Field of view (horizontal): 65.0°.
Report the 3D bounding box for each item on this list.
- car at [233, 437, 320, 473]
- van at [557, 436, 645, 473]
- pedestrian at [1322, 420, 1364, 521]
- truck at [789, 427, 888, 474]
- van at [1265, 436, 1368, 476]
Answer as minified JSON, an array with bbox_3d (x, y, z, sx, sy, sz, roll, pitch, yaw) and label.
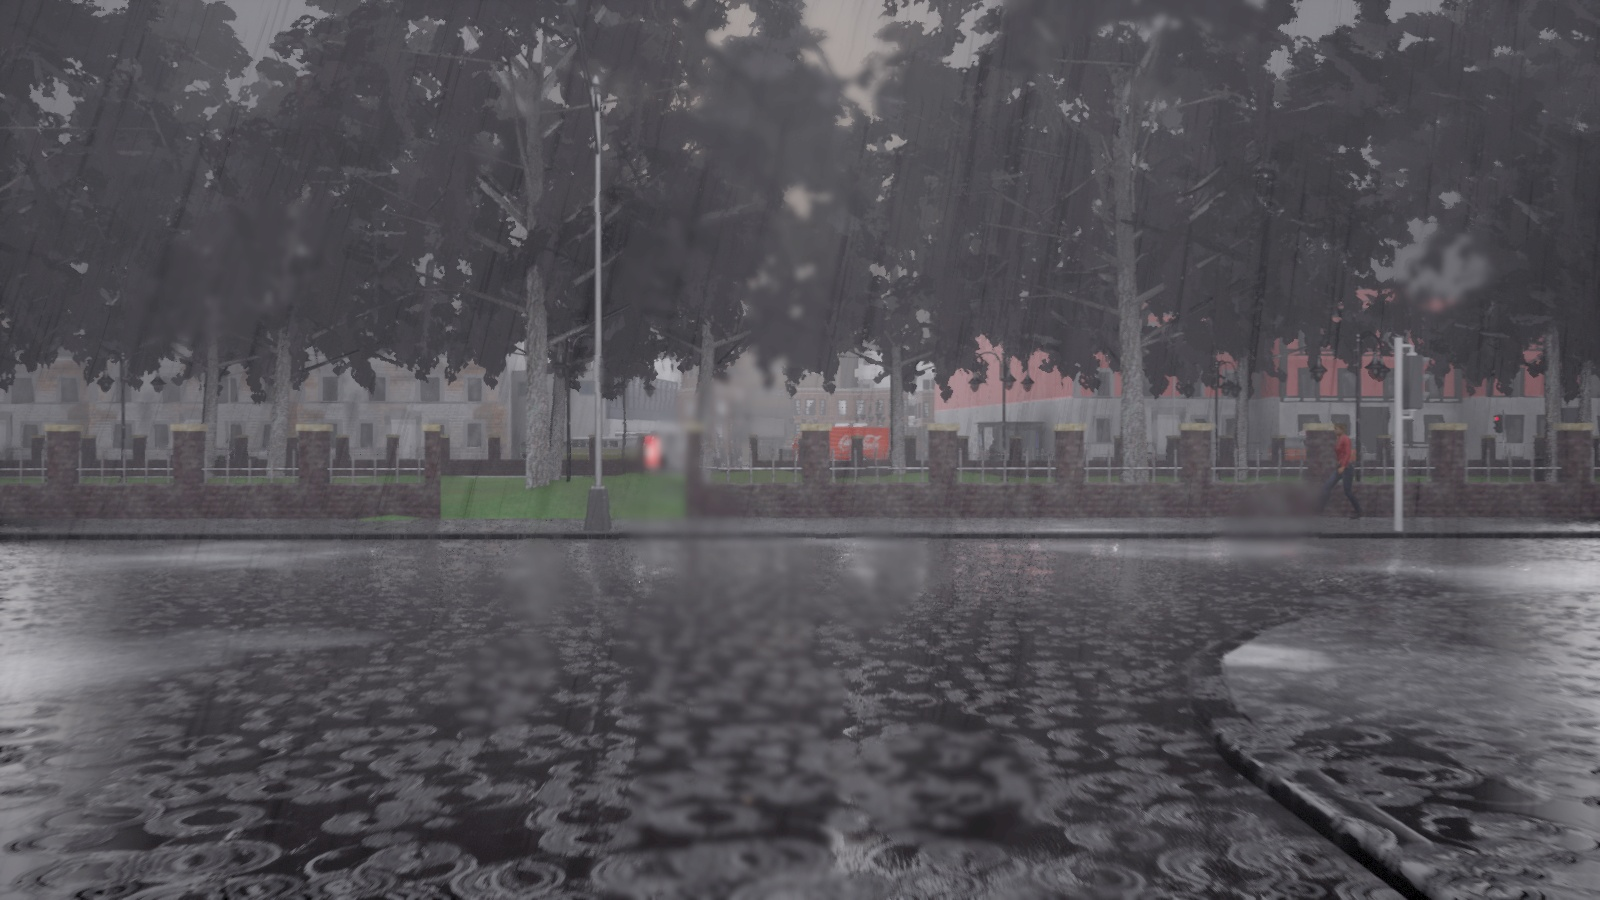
[{"bbox_3d":[-27.888,0.265,66.983,3.866,1.878,1.905,0,0,0],"label":"car"},{"bbox_3d":[-10.581,0.234,67.073,4.442,1.987,1.775,0,0,0],"label":"van"},{"bbox_3d":[10.032,0.374,23.212,0.636,1.846,0.331,0,0,0],"label":"pedestrian"},{"bbox_3d":[2.025,0.004,67.125,5.204,2.467,2.627,0,0,0],"label":"truck"},{"bbox_3d":[25.976,0.275,63.237,4.442,1.987,1.775,0,0,0],"label":"van"}]
